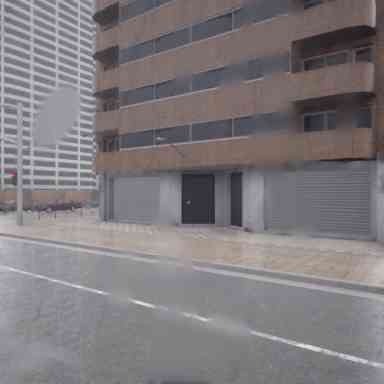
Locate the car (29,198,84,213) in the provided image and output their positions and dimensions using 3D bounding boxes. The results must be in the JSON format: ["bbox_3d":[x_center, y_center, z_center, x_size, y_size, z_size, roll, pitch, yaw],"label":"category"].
[{"bbox_3d":[-15.167,1.477,37.575,1.882,1.535,5.008,0,0,35],"label":"car"}]

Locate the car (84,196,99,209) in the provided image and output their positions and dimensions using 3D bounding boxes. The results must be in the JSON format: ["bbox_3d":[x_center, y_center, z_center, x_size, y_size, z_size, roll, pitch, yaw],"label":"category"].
[{"bbox_3d":[-13.844,1.564,45.615,1.994,1.385,4.181,0,0,35],"label":"car"}]

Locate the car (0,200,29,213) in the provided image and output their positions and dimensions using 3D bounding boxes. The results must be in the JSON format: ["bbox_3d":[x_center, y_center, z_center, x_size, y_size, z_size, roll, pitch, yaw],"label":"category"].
[{"bbox_3d":[-19.538,1.547,37.414,2.033,1.411,5.357,0,0,35],"label":"car"}]
